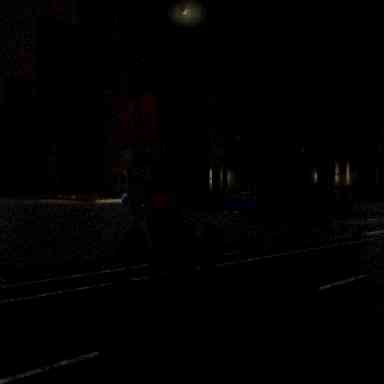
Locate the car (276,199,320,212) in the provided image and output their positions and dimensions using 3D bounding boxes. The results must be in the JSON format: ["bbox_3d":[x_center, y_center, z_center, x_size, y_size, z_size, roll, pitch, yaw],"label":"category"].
[{"bbox_3d":[12.019,1.455,37.094,2.008,1.369,4.403,0,0,-36],"label":"car"}]

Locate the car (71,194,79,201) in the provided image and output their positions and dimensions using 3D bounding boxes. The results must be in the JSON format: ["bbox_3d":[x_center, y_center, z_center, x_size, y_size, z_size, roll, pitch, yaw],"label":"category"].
[{"bbox_3d":[-24.605,1.331,73.729,1.967,1.590,4.097,0,0,-36],"label":"car"}]

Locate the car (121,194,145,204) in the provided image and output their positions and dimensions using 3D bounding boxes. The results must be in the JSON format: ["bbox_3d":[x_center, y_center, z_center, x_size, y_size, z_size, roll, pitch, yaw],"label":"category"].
[{"bbox_3d":[-10.529,1.439,58.751,2.033,1.411,5.357,0,0,-35],"label":"car"}]

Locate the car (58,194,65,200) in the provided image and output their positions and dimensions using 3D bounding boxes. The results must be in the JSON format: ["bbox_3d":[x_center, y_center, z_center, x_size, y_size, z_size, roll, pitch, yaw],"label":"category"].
[{"bbox_3d":[-31.202,1.457,82.971,1.947,1.339,4.313,0,0,-36],"label":"car"}]

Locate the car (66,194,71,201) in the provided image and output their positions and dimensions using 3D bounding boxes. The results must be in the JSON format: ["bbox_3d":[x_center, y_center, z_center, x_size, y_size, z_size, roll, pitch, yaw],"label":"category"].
[{"bbox_3d":[-27.805,1.416,78.212,1.752,1.417,4.829,0,0,-36],"label":"car"}]

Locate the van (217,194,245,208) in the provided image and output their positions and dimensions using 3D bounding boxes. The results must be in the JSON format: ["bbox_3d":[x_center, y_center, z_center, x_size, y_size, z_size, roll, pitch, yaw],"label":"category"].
[{"bbox_3d":[5.421,1.237,46.337,1.690,1.788,3.998,0,0,-36],"label":"van"}]

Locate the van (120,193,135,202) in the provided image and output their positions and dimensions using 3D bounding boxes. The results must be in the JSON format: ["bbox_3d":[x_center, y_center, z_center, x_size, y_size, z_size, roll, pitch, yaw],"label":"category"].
[{"bbox_3d":[-14.370,1.232,74.063,1.690,1.788,3.998,0,0,-36],"label":"van"}]

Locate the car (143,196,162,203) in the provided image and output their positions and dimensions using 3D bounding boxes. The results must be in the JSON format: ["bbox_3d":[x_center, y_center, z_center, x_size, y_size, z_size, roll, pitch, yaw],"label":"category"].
[{"bbox_3d":[-7.772,1.473,64.821,1.802,1.307,4.206,0,0,-36],"label":"car"}]

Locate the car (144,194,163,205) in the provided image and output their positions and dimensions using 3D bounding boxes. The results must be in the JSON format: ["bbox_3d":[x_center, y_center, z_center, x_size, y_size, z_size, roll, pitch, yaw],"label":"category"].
[{"bbox_3d":[-5.931,1.417,57.573,1.812,1.442,4.674,0,0,-35],"label":"car"}]

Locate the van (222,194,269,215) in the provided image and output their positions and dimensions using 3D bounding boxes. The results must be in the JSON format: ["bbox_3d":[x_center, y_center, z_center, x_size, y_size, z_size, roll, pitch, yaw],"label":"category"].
[{"bbox_3d":[5.081,1.245,32.140,1.690,1.788,3.998,0,0,-36],"label":"van"}]

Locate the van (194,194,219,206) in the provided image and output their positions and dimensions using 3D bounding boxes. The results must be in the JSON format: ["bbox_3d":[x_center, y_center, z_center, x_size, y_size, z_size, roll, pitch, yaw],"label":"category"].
[{"bbox_3d":[2.123,1.234,50.957,1.690,1.788,3.998,0,0,-36],"label":"van"}]

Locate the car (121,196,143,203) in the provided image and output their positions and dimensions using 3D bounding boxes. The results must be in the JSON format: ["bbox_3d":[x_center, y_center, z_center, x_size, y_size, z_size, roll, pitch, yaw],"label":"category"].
[{"bbox_3d":[-11.926,1.438,65.885,2.033,1.411,5.357,0,0,-36],"label":"car"}]

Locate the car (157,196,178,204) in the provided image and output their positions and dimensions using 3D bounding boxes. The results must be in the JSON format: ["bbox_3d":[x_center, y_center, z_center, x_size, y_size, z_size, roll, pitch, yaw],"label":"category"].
[{"bbox_3d":[-4.474,1.473,60.199,1.802,1.307,4.206,0,0,-36],"label":"car"}]

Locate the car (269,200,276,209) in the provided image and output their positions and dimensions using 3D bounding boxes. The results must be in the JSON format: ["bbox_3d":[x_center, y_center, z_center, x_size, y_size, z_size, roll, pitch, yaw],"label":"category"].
[{"bbox_3d":[8.720,1.482,41.716,1.802,1.307,4.206,0,0,-36],"label":"car"}]

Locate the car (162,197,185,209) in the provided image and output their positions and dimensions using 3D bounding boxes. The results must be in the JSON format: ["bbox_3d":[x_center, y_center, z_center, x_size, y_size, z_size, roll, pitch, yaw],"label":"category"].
[{"bbox_3d":[-1.516,1.478,41.383,1.802,1.307,4.206,0,0,-36],"label":"car"}]

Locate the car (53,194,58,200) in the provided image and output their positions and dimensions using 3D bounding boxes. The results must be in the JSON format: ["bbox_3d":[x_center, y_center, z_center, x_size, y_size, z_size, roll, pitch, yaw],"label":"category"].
[{"bbox_3d":[-34.401,1.416,87.453,1.752,1.417,4.829,0,0,-36],"label":"car"}]

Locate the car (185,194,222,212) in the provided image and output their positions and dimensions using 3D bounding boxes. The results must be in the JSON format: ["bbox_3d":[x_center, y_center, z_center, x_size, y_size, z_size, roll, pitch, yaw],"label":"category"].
[{"bbox_3d":[1.783,1.215,36.761,2.192,1.841,5.009,0,0,-36],"label":"car"}]

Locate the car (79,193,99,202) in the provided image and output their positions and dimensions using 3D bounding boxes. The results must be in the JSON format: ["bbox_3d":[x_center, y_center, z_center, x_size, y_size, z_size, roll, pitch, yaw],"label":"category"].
[{"bbox_3d":[-21.307,1.442,69.108,2.008,1.369,4.403,0,0,-36],"label":"car"}]

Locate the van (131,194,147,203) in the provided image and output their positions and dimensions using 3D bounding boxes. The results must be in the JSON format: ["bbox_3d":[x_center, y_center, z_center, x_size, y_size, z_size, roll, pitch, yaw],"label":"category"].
[{"bbox_3d":[-11.071,1.232,69.442,1.690,1.788,3.998,0,0,-36],"label":"van"}]

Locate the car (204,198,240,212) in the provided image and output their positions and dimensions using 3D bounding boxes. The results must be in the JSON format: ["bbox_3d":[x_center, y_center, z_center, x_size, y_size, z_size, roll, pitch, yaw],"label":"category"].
[{"bbox_3d":[3.439,1.463,39.027,1.994,1.385,4.181,0,0,-35],"label":"car"}]
